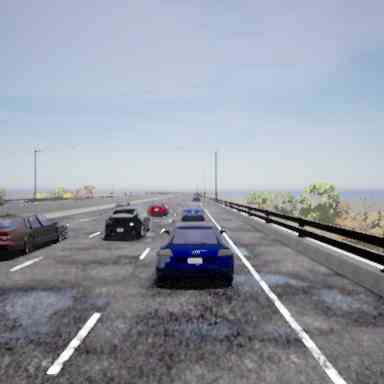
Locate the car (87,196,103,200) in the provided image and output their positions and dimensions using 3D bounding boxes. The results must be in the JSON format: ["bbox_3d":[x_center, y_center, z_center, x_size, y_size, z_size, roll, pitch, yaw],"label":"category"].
[{"bbox_3d":[-20.987,1.705,74.199,2.033,1.411,5.357,0,0,0],"label":"car"}]

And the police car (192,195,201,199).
[{"bbox_3d":[1.064,1.659,78.691,1.930,1.638,5.238,0,0,0],"label":"police car"}]

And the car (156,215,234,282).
[{"bbox_3d":[0.084,1.595,9.870,1.994,1.385,4.181,0,0,0],"label":"car"}]

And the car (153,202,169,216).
[{"bbox_3d":[-3.396,1.666,33.941,1.994,1.385,4.181,0,0,0],"label":"car"}]

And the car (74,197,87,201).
[{"bbox_3d":[-24.487,1.729,73.365,1.994,1.385,4.181,0,0,0],"label":"car"}]

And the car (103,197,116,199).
[{"bbox_3d":[-17.487,1.730,73.364,1.994,1.385,4.181,0,0,0],"label":"car"}]

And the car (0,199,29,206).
[{"bbox_3d":[-17.593,1.646,33.258,2.033,1.411,5.357,0,0,0],"label":"car"}]

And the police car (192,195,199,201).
[{"bbox_3d":[1.067,1.704,94.691,1.930,1.638,5.238,0,0,0],"label":"police car"}]

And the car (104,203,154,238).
[{"bbox_3d":[-3.399,1.560,18.154,1.837,1.490,4.892,0,0,0],"label":"car"}]

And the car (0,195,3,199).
[{"bbox_3d":[-21.093,1.321,33.446,2.150,2.045,5.566,0,0,0],"label":"car"}]

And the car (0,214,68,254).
[{"bbox_3d":[-6.903,1.588,13.630,2.033,1.411,5.357,0,0,0],"label":"car"}]

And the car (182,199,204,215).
[{"bbox_3d":[0.101,1.633,28.625,2.033,1.411,5.357,0,0,0],"label":"car"}]

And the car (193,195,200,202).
[{"bbox_3d":[1.066,1.718,88.771,1.801,1.575,5.366,0,0,0],"label":"car"}]
